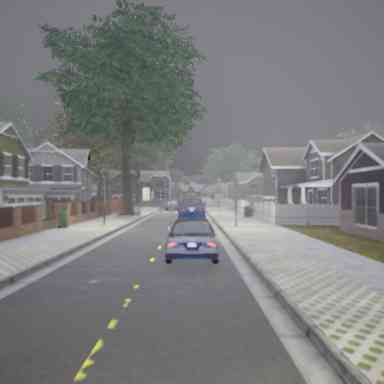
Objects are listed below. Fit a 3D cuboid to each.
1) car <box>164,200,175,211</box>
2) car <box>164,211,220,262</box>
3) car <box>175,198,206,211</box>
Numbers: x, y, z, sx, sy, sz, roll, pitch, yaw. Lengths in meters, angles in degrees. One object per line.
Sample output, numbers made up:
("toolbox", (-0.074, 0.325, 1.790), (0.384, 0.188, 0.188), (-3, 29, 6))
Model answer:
("car", (-2.789, 1.924, 47.141), (1.812, 1.442, 4.674), (0, -1, 0))
("car", (0.003, 1.667, 12.527), (2.033, 1.411, 5.357), (0, 0, 0))
("car", (-0.002, 1.467, 27.569), (2.150, 2.045, 5.566), (0, 0, 0))
